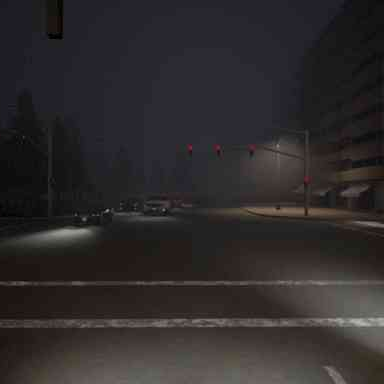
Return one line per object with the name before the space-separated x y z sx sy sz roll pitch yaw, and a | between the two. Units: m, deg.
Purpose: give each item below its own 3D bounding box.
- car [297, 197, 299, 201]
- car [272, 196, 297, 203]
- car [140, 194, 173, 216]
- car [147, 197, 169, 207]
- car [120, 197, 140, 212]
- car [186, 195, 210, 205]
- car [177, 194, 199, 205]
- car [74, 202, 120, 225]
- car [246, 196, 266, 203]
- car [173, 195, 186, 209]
car | 21.938 1.525 73.634 4.902 1.511 2.128 0 0 -22
car | 18.506 1.478 67.620 5.008 1.535 1.882 0 0 -33
car | -3.487 1.222 33.382 2.150 2.045 5.566 0 0 1
car | -5.151 1.525 51.237 1.812 1.442 4.674 0 0 16
car | -6.803 1.352 38.068 2.097 1.767 4.553 0 0 3
car | 1.493 1.490 58.772 2.128 1.511 4.902 0 0 29
car | -0.681 1.351 61.978 2.097 1.767 4.553 0 0 31
car | -7.060 1.535 24.301 2.128 1.511 4.902 0 0 0
car | 13.142 1.478 68.108 5.008 1.535 1.882 0 0 -41
car | -2.612 1.353 46.244 2.097 1.767 4.553 0 0 9
